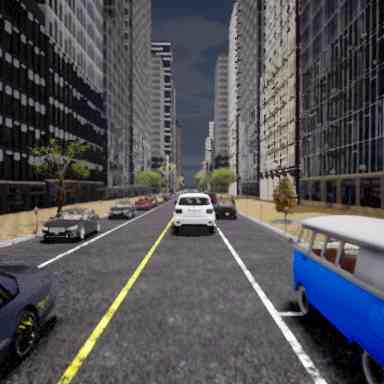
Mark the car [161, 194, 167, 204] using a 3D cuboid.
[{"bbox_3d":[-5.670,1.261,55.767,1.752,1.417,4.829,-1,0,0],"label":"car"}]

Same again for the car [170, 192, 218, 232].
[{"bbox_3d":[0.110,1.130,19.369,2.150,2.045,5.566,0,0,0],"label":"car"}]

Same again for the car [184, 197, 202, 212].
[{"bbox_3d":[0.107,1.349,37.335,1.812,1.442,4.674,0,0,0],"label":"car"}]

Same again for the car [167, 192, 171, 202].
[{"bbox_3d":[-5.664,1.246,67.304,1.947,1.339,4.313,-1,0,0],"label":"car"}]

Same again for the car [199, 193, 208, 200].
[{"bbox_3d":[2.721,1.065,78.666,1.967,1.590,4.097,-1,0,0],"label":"car"}]

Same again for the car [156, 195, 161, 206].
[{"bbox_3d":[-5.677,1.230,44.569,1.967,1.590,4.097,-1,0,0],"label":"car"}]

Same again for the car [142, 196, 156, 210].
[{"bbox_3d":[-5.678,1.398,38.886,1.802,1.307,4.206,-1,0,0],"label":"car"}]

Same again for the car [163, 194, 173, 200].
[{"bbox_3d":[-5.658,1.176,78.671,2.008,1.369,4.403,-1,0,0],"label":"car"}]

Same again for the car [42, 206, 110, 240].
[{"bbox_3d":[-5.690,1.475,16.152,2.008,1.369,4.403,-1,0,0],"label":"car"}]

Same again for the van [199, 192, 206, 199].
[{"bbox_3d":[2.723,0.937,84.349,1.690,1.788,3.998,-1,0,0],"label":"van"}]

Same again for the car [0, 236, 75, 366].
[{"bbox_3d":[-3.100,1.533,3.114,2.033,1.411,5.357,0,0,0],"label":"car"}]

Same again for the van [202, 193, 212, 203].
[{"bbox_3d":[2.712,1.049,61.615,1.690,1.788,3.998,-1,0,0],"label":"van"}]

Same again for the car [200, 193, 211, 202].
[{"bbox_3d":[2.716,1.120,67.299,1.967,1.590,4.097,-1,0,0],"label":"car"}]

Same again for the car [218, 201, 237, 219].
[{"bbox_3d":[2.696,1.421,27.514,2.008,1.369,4.403,-1,0,0],"label":"car"}]

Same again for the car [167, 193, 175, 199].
[{"bbox_3d":[-5.653,1.009,90.038,1.967,1.590,4.097,-1,0,0],"label":"car"}]

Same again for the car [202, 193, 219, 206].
[{"bbox_3d":[2.705,1.077,50.248,2.192,1.841,5.009,-1,0,0],"label":"car"}]

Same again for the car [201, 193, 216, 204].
[{"bbox_3d":[2.708,1.050,55.932,2.192,1.841,5.009,-1,0,0],"label":"car"}]

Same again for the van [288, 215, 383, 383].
[{"bbox_3d":[2.683,1.318,4.779,1.690,1.788,3.998,-1,0,0],"label":"van"}]

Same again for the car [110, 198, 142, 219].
[{"bbox_3d":[-5.684,1.421,27.518,2.008,1.369,4.403,-1,0,0],"label":"car"}]
